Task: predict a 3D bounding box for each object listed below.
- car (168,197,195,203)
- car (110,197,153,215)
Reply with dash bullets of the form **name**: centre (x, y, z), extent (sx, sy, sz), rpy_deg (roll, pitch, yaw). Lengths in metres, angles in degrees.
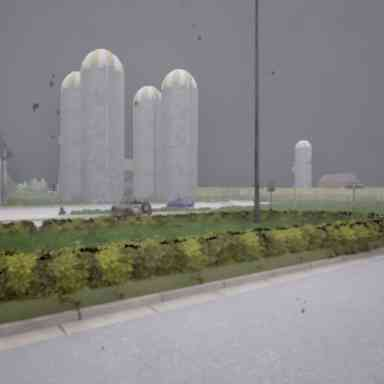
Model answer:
- **car**: centre (-1.525, 1.482, 46.772), extent (2.242, 1.667, 4.611), rpy_deg (0, 0, -36)
- **car**: centre (-5.114, 1.311, 27.819), extent (1.932, 1.855, 4.605), rpy_deg (0, 0, -36)
